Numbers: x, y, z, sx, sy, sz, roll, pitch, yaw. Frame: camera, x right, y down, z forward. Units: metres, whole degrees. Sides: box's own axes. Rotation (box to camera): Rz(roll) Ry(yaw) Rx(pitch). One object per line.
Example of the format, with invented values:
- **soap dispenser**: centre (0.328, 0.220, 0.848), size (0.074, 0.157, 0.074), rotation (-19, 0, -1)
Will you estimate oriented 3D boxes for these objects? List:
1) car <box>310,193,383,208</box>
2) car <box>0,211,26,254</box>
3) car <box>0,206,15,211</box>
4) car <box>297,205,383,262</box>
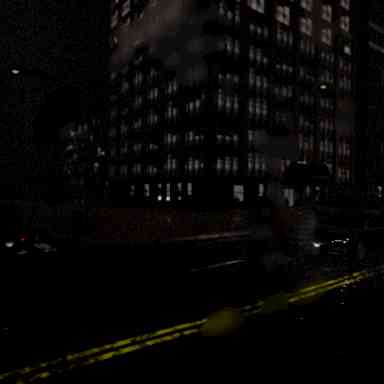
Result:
- **car**: centre (7.883, 1.094, 17.283), size (5.566, 2.045, 2.150), rotation (-1, 1, -36)
- **car**: centre (-8.126, 1.548, 12.079), size (4.674, 1.442, 1.812), rotation (0, 0, 25)
- **car**: centre (-12.642, 1.637, 22.080), size (2.008, 1.369, 4.403), rotation (0, 0, -36)
- **car**: centre (5.895, 1.416, 11.873), size (4.892, 1.490, 1.837), rotation (0, 1, -35)
